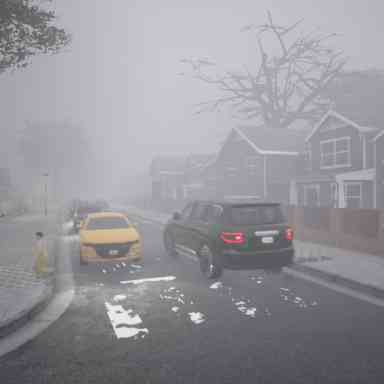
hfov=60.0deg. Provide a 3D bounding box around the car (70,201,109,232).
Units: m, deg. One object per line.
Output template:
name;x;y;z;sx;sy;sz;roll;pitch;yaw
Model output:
car;-6.494;1.556;20.937;1.837;1.490;4.892;-1;0;-21

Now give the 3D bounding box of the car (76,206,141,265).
car;-3.145;1.513;12.194;1.882;1.535;5.008;-1;0;-19

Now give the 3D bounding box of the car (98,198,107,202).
car;-11.813;1.563;42.553;1.882;1.535;5.008;-1;0;-21

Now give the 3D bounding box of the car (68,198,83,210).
car;-15.948;1.641;45.450;1.837;1.490;4.892;-1;0;-21

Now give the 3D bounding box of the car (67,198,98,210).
car;-10.182;1.567;30.418;2.128;1.511;4.902;-1;0;-21

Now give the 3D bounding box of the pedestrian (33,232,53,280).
pedestrian;-3.652;1.470;8.110;0.375;1.300;0.375;0;0;-21

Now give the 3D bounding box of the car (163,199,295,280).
car;0.799;1.223;10.323;2.150;2.045;5.566;-1;0;-21
